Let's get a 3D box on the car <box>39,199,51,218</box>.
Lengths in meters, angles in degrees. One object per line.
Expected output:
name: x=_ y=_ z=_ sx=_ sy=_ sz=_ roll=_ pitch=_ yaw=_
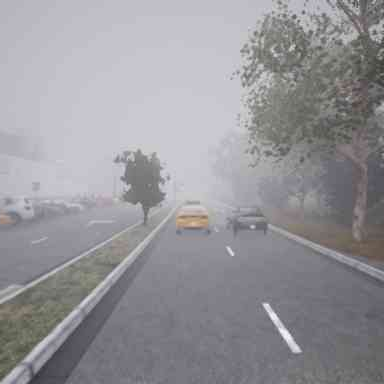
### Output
car: x=-13.865 y=1.562 z=25.823 sx=4.792 sy=1.488 sz=2.163 roll=-1 pitch=1 yaw=-20

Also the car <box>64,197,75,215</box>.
car: x=-13.871 y=1.368 z=31.836 sx=4.553 sy=1.767 sz=2.185 roll=-1 pitch=0 yaw=-20

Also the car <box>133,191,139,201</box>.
car: x=-13.867 y=1.078 z=67.848 sx=4.553 sy=1.767 sz=2.185 roll=-1 pitch=0 yaw=-20

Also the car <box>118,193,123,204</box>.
car: x=-13.662 y=1.312 z=49.919 sx=5.366 sy=1.575 sz=1.946 roll=-1 pitch=0 yaw=-20

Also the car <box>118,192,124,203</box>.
car: x=-14.009 y=1.293 z=52.785 sx=5.366 sy=1.575 sz=1.946 roll=-1 pitch=1 yaw=-20

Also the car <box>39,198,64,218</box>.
car: x=-13.842 y=1.559 z=28.848 sx=4.674 sy=1.452 sz=2.002 roll=-1 pitch=0 yaw=-20

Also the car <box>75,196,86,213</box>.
car: x=-13.841 y=1.507 z=34.848 sx=4.674 sy=1.452 sz=2.002 roll=-1 pitch=0 yaw=-20

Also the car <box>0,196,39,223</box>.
car: x=-13.869 y=1.295 z=22.823 sx=5.566 sy=2.045 sz=2.435 roll=-1 pitch=0 yaw=-20

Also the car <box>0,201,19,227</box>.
car: x=-13.669 y=1.548 z=19.896 sx=5.366 sy=1.575 sz=1.946 roll=-1 pitch=0 yaw=-20

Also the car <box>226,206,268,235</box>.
car: x=3.091 y=1.552 z=19.334 sx=2.128 sy=1.511 sz=4.902 roll=0 pitch=0 yaw=0

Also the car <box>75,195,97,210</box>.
car: x=-13.831 y=1.438 z=37.848 sx=5.008 sy=1.535 sz=2.097 roll=-1 pitch=1 yaw=-20

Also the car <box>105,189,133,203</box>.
car: x=-13.862 y=0.998 z=58.835 sx=5.566 sy=2.045 sz=2.435 roll=-1 pitch=1 yaw=-20

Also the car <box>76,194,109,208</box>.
car: x=-13.811 y=1.404 z=43.864 sx=4.792 sy=1.488 sz=2.163 roll=-1 pitch=0 yaw=-20

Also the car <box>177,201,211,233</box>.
car: x=0.089 y=1.538 z=20.183 sx=1.882 sy=1.535 sz=5.008 roll=0 pitch=0 yaw=0

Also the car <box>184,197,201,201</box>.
car: x=0.080 y=1.392 z=40.651 sx=1.882 sy=1.535 sz=5.008 roll=0 pitch=1 yaw=0

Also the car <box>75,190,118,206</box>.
car: x=-13.816 y=1.095 z=46.865 sx=5.566 sy=2.045 sz=2.435 roll=-1 pitch=0 yaw=-20
